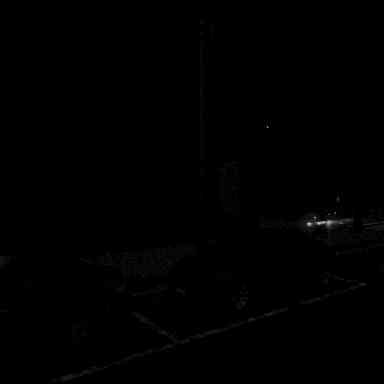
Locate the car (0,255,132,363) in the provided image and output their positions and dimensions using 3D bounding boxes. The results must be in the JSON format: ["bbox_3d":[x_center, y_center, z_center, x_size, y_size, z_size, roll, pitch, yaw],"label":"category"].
[{"bbox_3d":[-2.883,1.582,4.478,4.206,1.307,1.802,0,0,-35],"label":"car"}]

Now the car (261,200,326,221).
[{"bbox_3d":[7.682,1.531,27.148,2.033,1.411,5.357,0,0,-36],"label":"car"}]

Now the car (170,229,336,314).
[{"bbox_3d":[1.555,1.565,7.643,4.313,1.339,1.947,0,0,-35],"label":"car"}]

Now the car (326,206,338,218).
[{"bbox_3d":[10.264,1.479,29.125,1.837,1.490,4.892,0,0,-36],"label":"car"}]
